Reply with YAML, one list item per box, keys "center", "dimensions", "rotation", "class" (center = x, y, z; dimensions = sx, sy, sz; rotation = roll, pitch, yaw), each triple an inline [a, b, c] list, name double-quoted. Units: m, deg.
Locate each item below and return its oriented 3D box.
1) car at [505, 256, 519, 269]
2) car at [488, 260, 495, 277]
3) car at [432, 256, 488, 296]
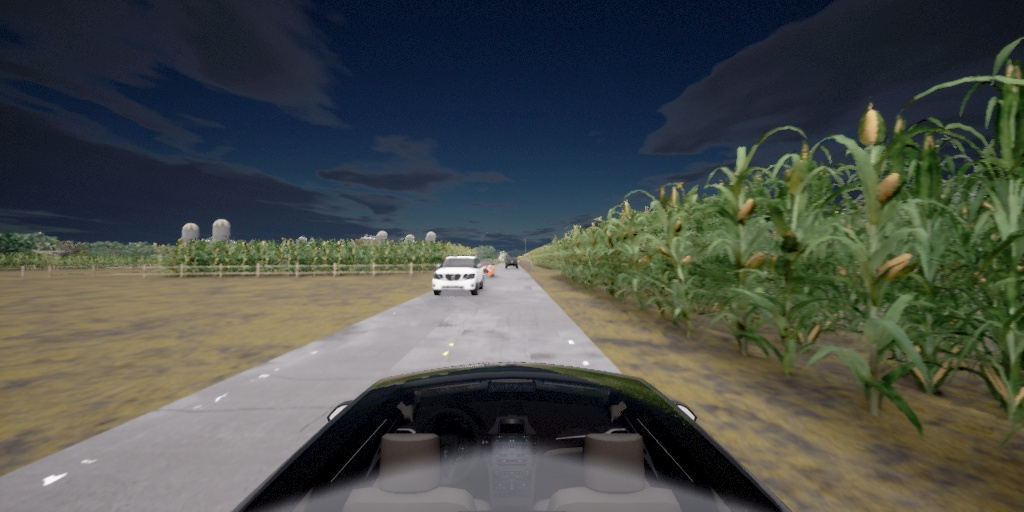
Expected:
- center: [-0.027, 1.070, 59.907]
  dimensions: [2.150, 2.045, 5.566]
  rotation: [0, 0, 0]
  class: "car"
- center: [-2.765, 1.134, 35.198]
  dimensions: [2.097, 1.767, 4.553]
  rotation: [0, 0, 0]
  class: "car"
- center: [-2.781, 0.989, 19.660]
  dimensions: [2.150, 2.045, 5.566]
  rotation: [0, 0, 0]
  class: "car"
